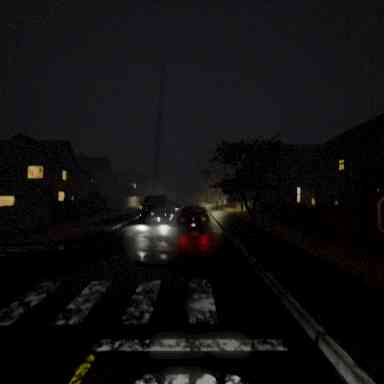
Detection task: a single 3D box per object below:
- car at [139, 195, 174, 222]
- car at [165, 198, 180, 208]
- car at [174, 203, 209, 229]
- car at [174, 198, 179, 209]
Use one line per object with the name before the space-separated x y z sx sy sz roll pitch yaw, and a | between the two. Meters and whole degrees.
car | -2.870 1.235 26.833 2.150 2.045 5.566 0 0 0
car | -2.871 1.621 50.010 2.033 1.411 5.357 0 0 0
car | 0.078 1.613 21.565 1.895 1.301 4.718 0 0 0
car | -2.875 1.581 37.307 2.033 1.411 5.357 0 0 0
